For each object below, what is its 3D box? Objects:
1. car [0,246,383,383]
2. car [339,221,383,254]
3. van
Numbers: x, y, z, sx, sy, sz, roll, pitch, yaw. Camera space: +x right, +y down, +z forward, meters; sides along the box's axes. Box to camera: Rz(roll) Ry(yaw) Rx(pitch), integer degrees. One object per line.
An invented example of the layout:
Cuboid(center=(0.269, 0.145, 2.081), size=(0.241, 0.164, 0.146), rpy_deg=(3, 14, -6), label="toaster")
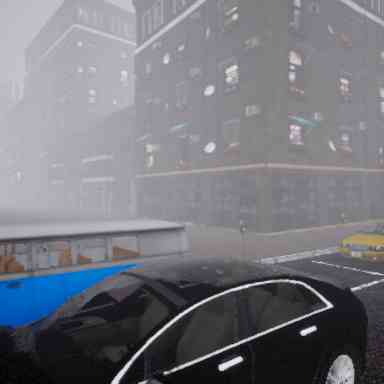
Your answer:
Cuboid(center=(-0.165, 1.513, 3.260), size=(4.892, 1.490, 1.837), rpy_deg=(0, 0, -35), label="car")
Cuboid(center=(6.969, 1.587, 11.547), size=(4.829, 1.417, 1.752), rpy_deg=(0, -1, -35), label="car")
Cuboid(center=(-1.889, 1.349, 5.233), size=(3.998, 1.788, 1.690), rpy_deg=(0, -1, -35), label="van")
